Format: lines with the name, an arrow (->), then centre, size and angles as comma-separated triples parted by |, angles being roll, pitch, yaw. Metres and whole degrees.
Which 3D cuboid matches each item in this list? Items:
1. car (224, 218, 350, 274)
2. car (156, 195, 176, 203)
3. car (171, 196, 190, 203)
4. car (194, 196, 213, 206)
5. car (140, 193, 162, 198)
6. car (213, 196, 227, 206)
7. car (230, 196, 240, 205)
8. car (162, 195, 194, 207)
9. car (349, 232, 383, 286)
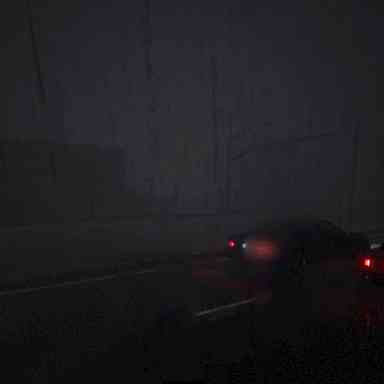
car -> 3.534, 1.547, 10.615 | 5.357, 1.411, 2.033 | 0, 0, -35
car -> -5.438, 1.475, 68.758 | 1.882, 1.535, 5.008 | 0, 1, -36
car -> -2.389, 1.549, 70.520 | 1.994, 1.385, 4.181 | 0, 0, -36
car -> 0.696, 1.488, 54.250 | 2.128, 1.511, 4.902 | 0, 0, -36
car -> -8.425, 1.475, 66.884 | 1.882, 1.535, 5.008 | 0, 0, -36
car -> 3.438, 1.474, 56.438 | 1.882, 1.535, 5.008 | 0, 0, -36
car -> 6.333, 1.474, 58.412 | 1.882, 1.535, 5.008 | 0, 0, -36
car -> -2.277, 1.350, 52.383 | 2.097, 1.767, 4.553 | 0, 0, -36
car -> 6.108, 1.600, 8.144 | 4.718, 1.301, 1.895 | 0, 0, -35
